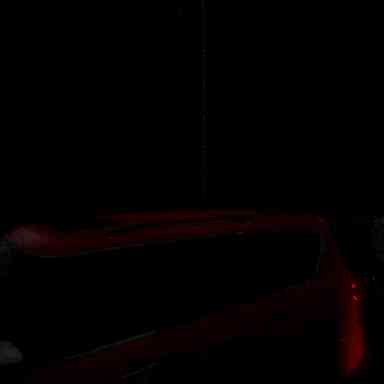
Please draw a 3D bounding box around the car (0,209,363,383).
[{"bbox_3d":[-0.794,1.221,2.813,5.566,2.045,2.150,0,0,-35],"label":"car"}]
